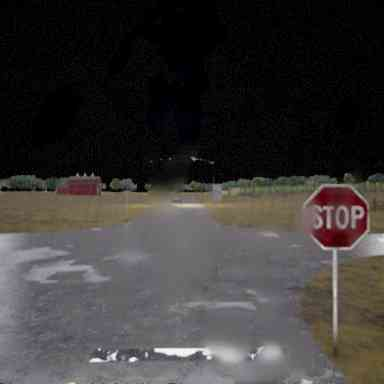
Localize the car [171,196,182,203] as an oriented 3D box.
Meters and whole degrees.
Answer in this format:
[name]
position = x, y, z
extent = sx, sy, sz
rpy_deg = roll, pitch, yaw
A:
[car]
position = -3.048, 1.508, 65.249
extent = 1.994, 1.385, 4.181
rpy_deg = 0, 0, 0
